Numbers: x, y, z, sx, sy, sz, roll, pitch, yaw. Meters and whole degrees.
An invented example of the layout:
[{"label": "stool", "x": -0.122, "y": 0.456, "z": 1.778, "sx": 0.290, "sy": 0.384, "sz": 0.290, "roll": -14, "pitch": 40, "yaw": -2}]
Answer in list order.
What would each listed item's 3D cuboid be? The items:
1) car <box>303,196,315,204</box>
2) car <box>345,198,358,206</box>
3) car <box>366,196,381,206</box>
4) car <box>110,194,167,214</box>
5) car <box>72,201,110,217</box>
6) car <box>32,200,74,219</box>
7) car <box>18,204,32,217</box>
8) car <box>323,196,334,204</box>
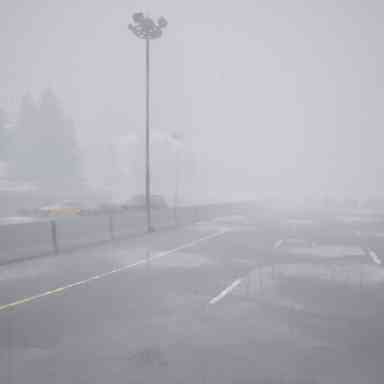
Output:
[{"label": "car", "x": 22.665, "y": 1.505, "z": 64.501, "sx": 1.837, "sy": 1.490, "sz": 4.892, "roll": 0, "pitch": 0, "yaw": 23}, {"label": "car", "x": 26.136, "y": 1.601, "z": 54.626, "sx": 1.895, "sy": 1.301, "sz": 4.718, "roll": 0, "pitch": 0, "yaw": 22}, {"label": "car", "x": 30.397, "y": 1.505, "z": 55.745, "sx": 1.837, "sy": 1.490, "sz": 4.892, "roll": 0, "pitch": 0, "yaw": 22}, {"label": "car", "x": -4.049, "y": 1.223, "z": 27.761, "sx": 2.150, "sy": 2.045, "sz": 5.566, "roll": 0, "pitch": 0, "yaw": 23}, {"label": "car", "x": -7.603, "y": 1.601, "z": 28.351, "sx": 1.895, "sy": 1.301, "sz": 4.718, "roll": 0, "pitch": 0, "yaw": 23}, {"label": "car", "x": -11.042, "y": 1.477, "z": 29.203, "sx": 1.882, "sy": 1.535, "sz": 5.008, "roll": 0, "pitch": 0, "yaw": 23}, {"label": "car", "x": -14.026, "y": 1.565, "z": 31.134, "sx": 1.994, "sy": 1.385, "sz": 4.181, "roll": 0, "pitch": 0, "yaw": 23}, {"label": "car", "x": 26.631, "y": 1.478, "z": 64.931, "sx": 1.882, "sy": 1.535, "sz": 5.008, "roll": 0, "pitch": 0, "yaw": 23}]
